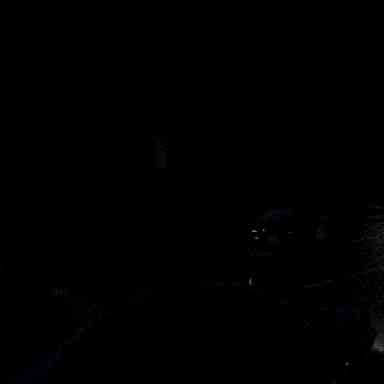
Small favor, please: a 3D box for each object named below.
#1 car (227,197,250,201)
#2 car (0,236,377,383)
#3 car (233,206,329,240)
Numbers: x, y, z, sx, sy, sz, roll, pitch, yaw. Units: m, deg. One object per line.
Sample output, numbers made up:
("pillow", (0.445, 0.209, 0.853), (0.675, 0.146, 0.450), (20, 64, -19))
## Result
("car", (9.491, 1.211, 68.912), (2.033, 1.411, 5.357), (-1, 0, -35))
("car", (-0.214, 1.542, 3.544), (5.357, 1.411, 2.033), (0, 0, -35))
("car", (4.125, 1.439, 15.145), (5.008, 1.535, 1.882), (0, 0, -33))
